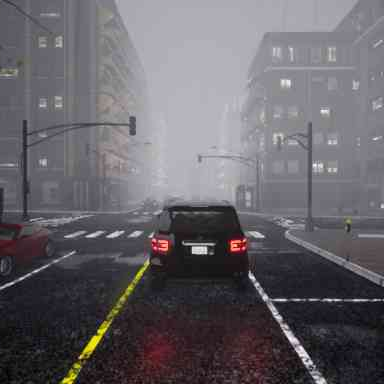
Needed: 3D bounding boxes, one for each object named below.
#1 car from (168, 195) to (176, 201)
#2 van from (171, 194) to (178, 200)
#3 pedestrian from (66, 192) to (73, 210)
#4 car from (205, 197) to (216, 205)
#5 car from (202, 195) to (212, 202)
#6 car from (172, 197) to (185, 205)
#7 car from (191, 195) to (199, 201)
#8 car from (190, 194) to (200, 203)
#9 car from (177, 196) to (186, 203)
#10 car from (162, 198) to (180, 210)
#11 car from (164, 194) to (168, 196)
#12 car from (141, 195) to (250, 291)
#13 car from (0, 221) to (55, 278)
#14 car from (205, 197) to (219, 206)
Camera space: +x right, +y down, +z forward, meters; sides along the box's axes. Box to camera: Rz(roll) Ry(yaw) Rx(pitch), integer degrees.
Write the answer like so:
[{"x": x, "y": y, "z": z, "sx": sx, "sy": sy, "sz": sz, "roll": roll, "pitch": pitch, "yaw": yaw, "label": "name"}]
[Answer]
[{"x": -4.899, "y": 1.525, "z": 81.741, "sx": 1.752, "sy": 1.417, "sz": 4.829, "roll": 0, "pitch": 0, "yaw": 1, "label": "car"}, {"x": -4.786, "y": 1.340, "z": 93.188, "sx": 1.690, "sy": 1.788, "sz": 3.998, "roll": 0, "pitch": 0, "yaw": 1, "label": "van"}, {"x": -12.395, "y": 0.902, "z": 33.504, "sx": 0.375, "sy": 1.860, "sz": 0.375, "roll": 0, "pitch": -1, "yaw": 0, "label": "pedestrian"}, {"x": 3.260, "y": 1.543, "z": 59.268, "sx": 1.887, "sy": 1.381, "sz": 4.507, "roll": 0, "pitch": 0, "yaw": 1, "label": "car"}, {"x": 3.426, "y": 1.440, "z": 76.184, "sx": 1.967, "sy": 1.590, "sz": 4.097, "roll": 0, "pitch": 0, "yaw": 1, "label": "car"}, {"x": -2.466, "y": 1.563, "z": 61.610, "sx": 1.994, "sy": 1.385, "sz": 4.181, "roll": 0, "pitch": 0, "yaw": 1, "label": "car"}, {"x": 0.806, "y": 1.477, "z": 82.715, "sx": 1.882, "sy": 1.535, "sz": 5.008, "roll": 0, "pitch": 0, "yaw": 1, "label": "car"}, {"x": 0.724, "y": 1.354, "z": 72.938, "sx": 2.097, "sy": 1.767, "sz": 4.553, "roll": 0, "pitch": 0, "yaw": 1, "label": "car"}, {"x": -2.302, "y": 1.522, "z": 71.915, "sx": 1.812, "sy": 1.442, "sz": 4.674, "roll": 0, "pitch": 0, "yaw": 1, "label": "car"}, {"x": -2.671, "y": 1.562, "z": 43.069, "sx": 1.994, "sy": 1.385, "sz": 4.181, "roll": 0, "pitch": 0, "yaw": 2, "label": "car"}, {"x": -5.010, "y": 1.314, "z": 70.633, "sx": 2.192, "sy": 1.841, "sz": 5.009, "roll": 0, "pitch": 0, "yaw": 1, "label": "car"}, {"x": 0.171, "y": 1.221, "z": 9.114, "sx": 2.150, "sy": 2.045, "sz": 5.566, "roll": 0, "pitch": 0, "yaw": 1, "label": "car"}, {"x": -5.607, "y": 1.581, "z": 10.033, "sx": 1.802, "sy": 1.307, "sz": 4.206, "roll": 0, "pitch": 0, "yaw": 1, "label": "car"}, {"x": 3.204, "y": 1.549, "z": 53.630, "sx": 2.008, "sy": 1.369, "sz": 4.403, "roll": 0, "pitch": 0, "yaw": 1, "label": "car"}]
